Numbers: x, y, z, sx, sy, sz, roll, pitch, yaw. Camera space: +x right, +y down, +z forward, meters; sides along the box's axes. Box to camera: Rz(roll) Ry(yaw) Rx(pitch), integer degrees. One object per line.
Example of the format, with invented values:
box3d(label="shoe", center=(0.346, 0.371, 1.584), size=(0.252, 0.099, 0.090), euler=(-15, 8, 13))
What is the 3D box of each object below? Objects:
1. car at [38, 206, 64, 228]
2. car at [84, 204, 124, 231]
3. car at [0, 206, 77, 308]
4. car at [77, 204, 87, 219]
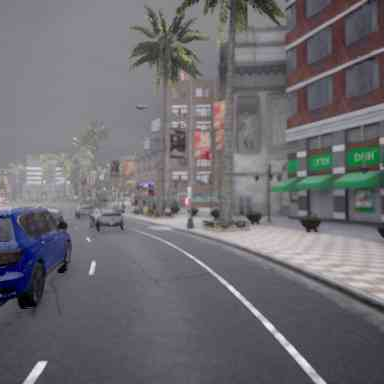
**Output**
box3d(label="car", center=(-11.532, 1.970, 27.190), size=(1.812, 1.442, 4.674), euler=(0, -1, -24))
box3d(label="car", center=(-6.101, 1.854, 23.603), size=(2.128, 1.511, 4.902), euler=(0, -1, -23))
box3d(label="car", center=(-4.486, 1.362, 8.171), size=(2.150, 2.045, 5.566), euler=(0, -1, -10))
box3d(label="car", center=(-11.689, 2.060, 36.236), size=(2.128, 1.511, 4.902), euler=(0, -1, -24))
